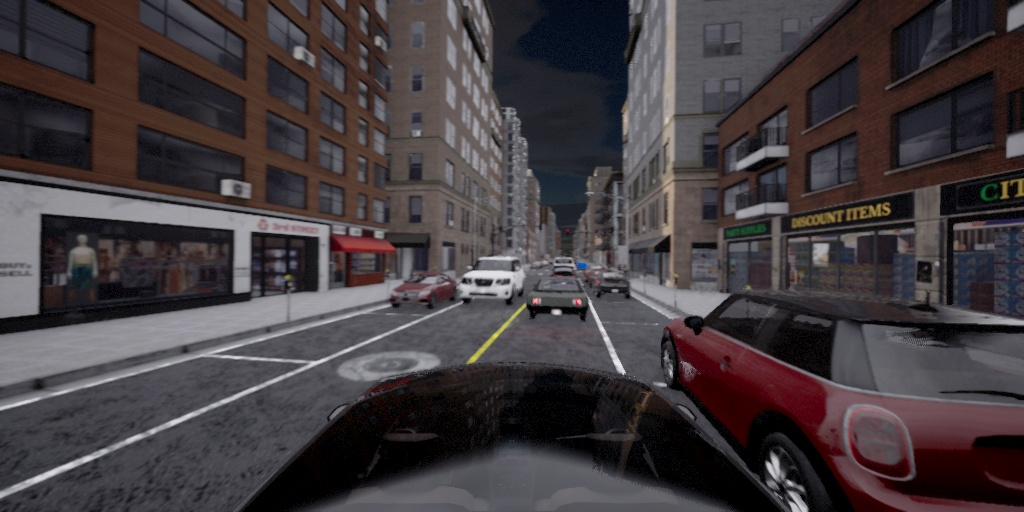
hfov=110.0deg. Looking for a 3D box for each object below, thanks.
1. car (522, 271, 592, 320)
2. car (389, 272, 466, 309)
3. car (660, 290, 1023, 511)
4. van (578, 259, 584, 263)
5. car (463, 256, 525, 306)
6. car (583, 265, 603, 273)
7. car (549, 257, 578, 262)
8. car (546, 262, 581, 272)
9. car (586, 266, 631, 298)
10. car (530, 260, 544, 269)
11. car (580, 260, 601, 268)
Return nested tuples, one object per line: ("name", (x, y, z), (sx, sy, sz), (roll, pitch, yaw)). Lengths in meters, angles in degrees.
("car", (1.698, 1.416, 12.997), (1.895, 1.301, 4.718), (1, 0, 9))
("car", (-3.537, 1.342, 15.073), (1.802, 1.307, 4.207), (0, 0, 9))
("car", (3.194, 1.150, 3.971), (2.097, 1.767, 4.553), (1, 0, 9))
("van", (12.080, 1.473, 62.375), (1.690, 1.789, 3.998), (0, 0, 9))
("car", (-0.703, 1.022, 16.673), (2.150, 2.045, 5.566), (1, 0, 9))
("car", (6.117, 1.496, 24.726), (1.802, 1.307, 4.207), (0, 0, 9))
("car", (5.088, 1.164, 35.034), (2.150, 2.045, 5.566), (1, 0, 9))
("car", (3.448, 1.385, 24.029), (1.837, 1.490, 4.892), (1, 0, 9))
("car", (5.253, 1.433, 19.275), (2.007, 1.370, 4.403), (0, 0, 9))
("car", (4.152, 1.592, 63.623), (2.007, 1.370, 4.403), (0, 0, 9))
("car", (6.980, 1.386, 30.177), (1.967, 1.591, 4.097), (0, 0, 9))
